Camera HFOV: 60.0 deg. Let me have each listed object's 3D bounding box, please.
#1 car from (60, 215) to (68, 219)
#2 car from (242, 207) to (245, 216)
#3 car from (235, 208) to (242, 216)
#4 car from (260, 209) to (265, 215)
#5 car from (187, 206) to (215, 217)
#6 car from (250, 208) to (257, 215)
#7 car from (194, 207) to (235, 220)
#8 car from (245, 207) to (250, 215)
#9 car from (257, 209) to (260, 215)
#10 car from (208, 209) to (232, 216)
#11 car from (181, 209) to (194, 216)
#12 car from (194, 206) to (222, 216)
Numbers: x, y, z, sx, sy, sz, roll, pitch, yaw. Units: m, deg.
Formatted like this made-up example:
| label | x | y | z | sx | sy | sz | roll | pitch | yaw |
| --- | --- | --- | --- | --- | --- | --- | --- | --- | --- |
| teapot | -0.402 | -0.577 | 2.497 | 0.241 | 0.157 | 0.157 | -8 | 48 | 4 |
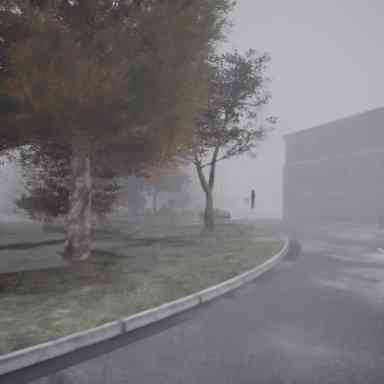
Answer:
| label | x | y | z | sx | sy | sz | roll | pitch | yaw |
| --- | --- | --- | --- | --- | --- | --- | --- | --- | --- |
| car | -18.401 | 3.345 | 49.258 | 4.902 | 1.511 | 2.128 | -1 | -2 | 5 |
| car | 10.159 | 4.973 | 82.546 | 4.553 | 1.767 | 2.185 | 0 | -3 | 14 |
| car | 8.489 | 4.712 | 80.100 | 5.566 | 2.045 | 2.435 | 0 | -3 | 14 |
| car | 16.917 | 5.538 | 92.306 | 5.008 | 1.535 | 2.097 | 0 | -2 | 15 |
| car | 1.853 | 4.085 | 70.219 | 5.566 | 2.045 | 2.435 | 0 | -3 | 13 |
| car | 13.474 | 5.088 | 87.456 | 5.566 | 2.045 | 2.435 | 0 | -2 | 15 |
| car | 2.724 | 2.644 | 40.621 | 1.994 | 1.385 | 4.181 | 4 | -4 | -42 |
| car | 11.779 | 5.253 | 85.000 | 4.792 | 1.488 | 2.163 | 0 | -2 | 14 |
| car | 15.197 | 5.445 | 89.887 | 4.892 | 1.521 | 2.231 | 0 | -3 | 15 |
| car | 6.610 | 4.813 | 77.660 | 5.366 | 1.575 | 1.946 | 0 | -3 | 14 |
| car | 0.259 | 4.175 | 67.712 | 4.892 | 1.521 | 2.231 | 0 | -3 | 13 |
| car | 3.542 | 4.249 | 72.696 | 5.566 | 2.045 | 2.435 | 0 | -3 | 13 |
